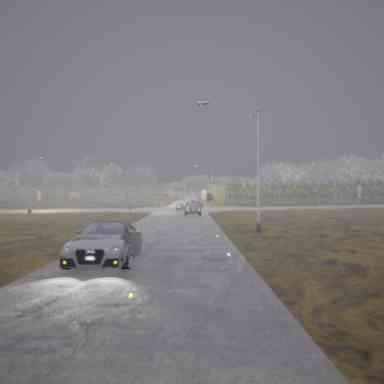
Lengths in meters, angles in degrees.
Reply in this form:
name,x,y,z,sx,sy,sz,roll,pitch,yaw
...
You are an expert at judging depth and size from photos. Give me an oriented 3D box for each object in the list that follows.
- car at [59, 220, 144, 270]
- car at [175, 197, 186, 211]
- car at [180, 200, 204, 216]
name,x,y,z,sx,sy,sz,roll,pitch,yaw
car,-2.841,1.666,11.238,1.994,1.385,4.181,0,0,0
car,-0.347,1.804,45.591,2.128,1.511,4.902,-1,0,36
car,0.025,1.815,35.880,2.033,1.411,5.357,0,0,-2
